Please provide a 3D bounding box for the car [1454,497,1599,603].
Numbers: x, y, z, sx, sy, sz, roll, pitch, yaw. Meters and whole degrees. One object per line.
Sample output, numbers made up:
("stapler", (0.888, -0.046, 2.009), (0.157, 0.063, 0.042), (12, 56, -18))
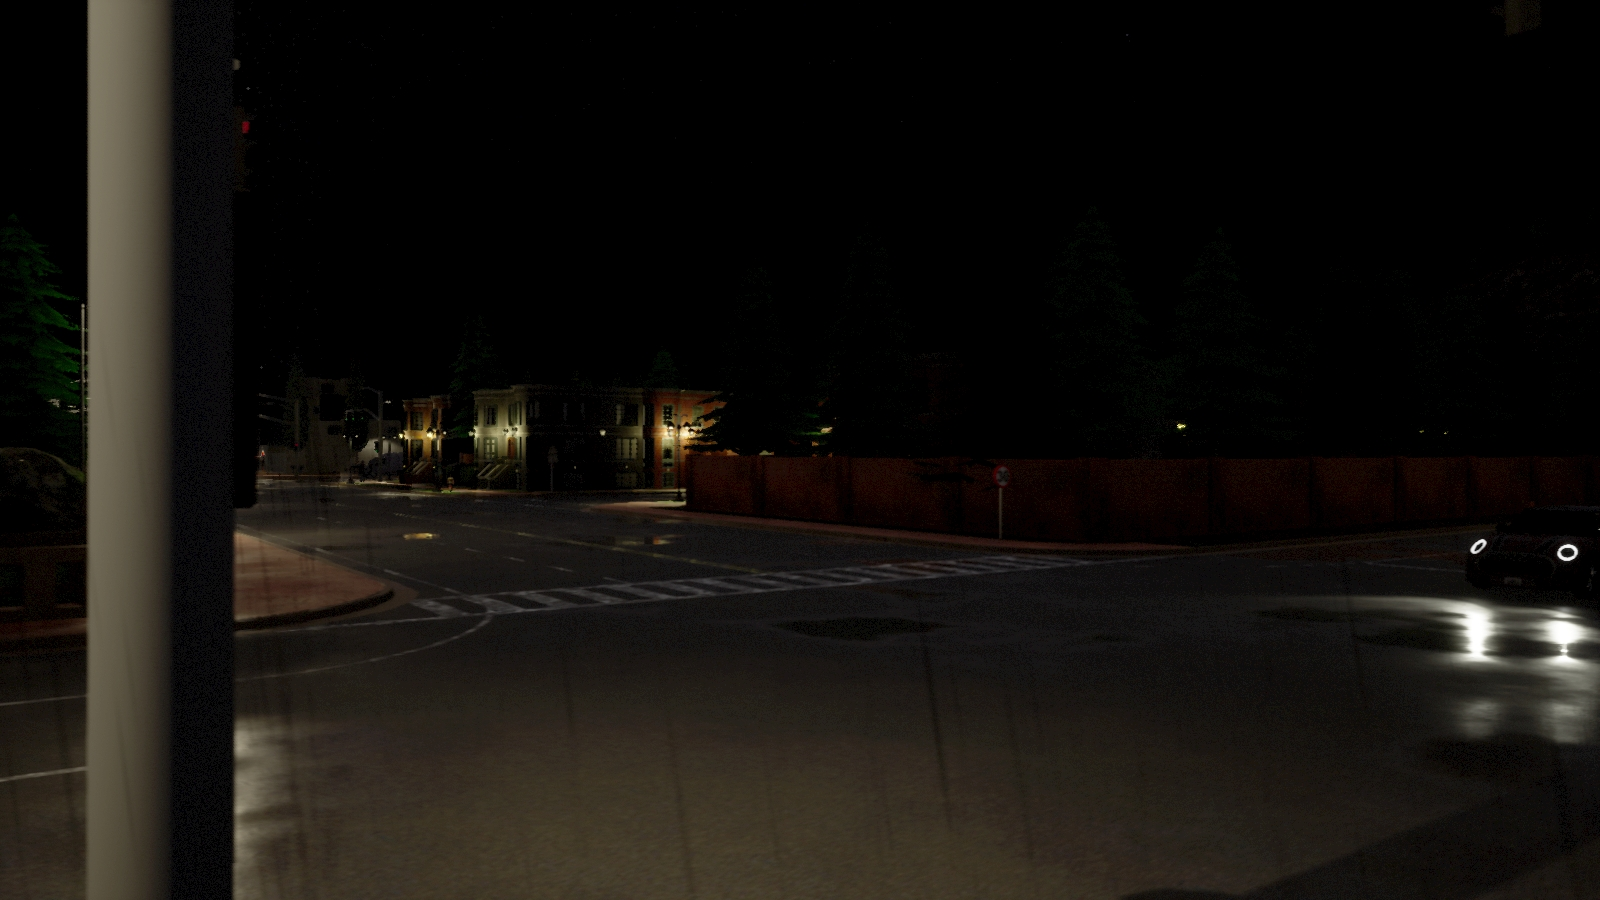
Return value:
("car", (15.462, 1.925, 23.174), (4.553, 1.767, 2.097), (0, 0, -35))
